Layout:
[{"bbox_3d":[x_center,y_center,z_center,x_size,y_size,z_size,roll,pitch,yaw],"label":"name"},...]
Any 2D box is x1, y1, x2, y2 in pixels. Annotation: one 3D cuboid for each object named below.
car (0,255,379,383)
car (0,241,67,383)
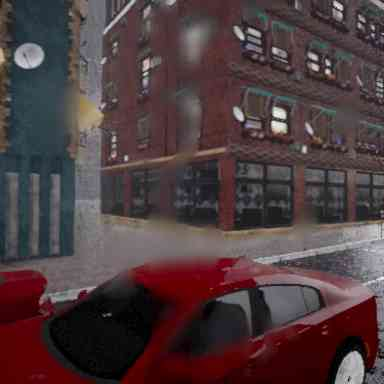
[{"bbox_3d":[-0.103,1.480,3.302,5.008,1.535,1.882,0,0,-36],"label":"car"},{"bbox_3d":[-3.977,1.550,3.704,4.507,1.381,1.887,0,1,-36],"label":"car"}]
